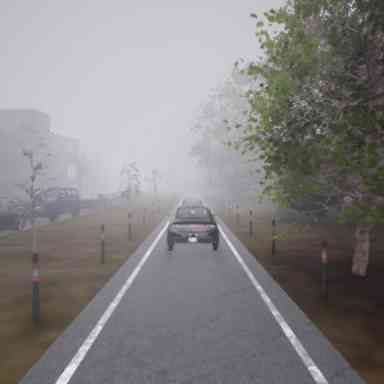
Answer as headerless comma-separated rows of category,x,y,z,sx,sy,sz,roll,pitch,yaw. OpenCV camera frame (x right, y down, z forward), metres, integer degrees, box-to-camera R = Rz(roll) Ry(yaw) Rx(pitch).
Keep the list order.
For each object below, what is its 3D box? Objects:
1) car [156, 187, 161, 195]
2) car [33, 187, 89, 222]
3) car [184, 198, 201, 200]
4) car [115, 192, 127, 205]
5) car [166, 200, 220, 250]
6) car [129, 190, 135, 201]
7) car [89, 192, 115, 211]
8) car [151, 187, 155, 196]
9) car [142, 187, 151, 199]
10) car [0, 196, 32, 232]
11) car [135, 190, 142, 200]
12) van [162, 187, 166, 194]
car,-9.036,-0.152,73.554,2.435,2.045,5.566,0,1,1
car,-8.980,0.722,21.444,2.435,2.045,5.566,0,1,2
car,0.046,1.193,27.710,1.895,1.301,4.718,0,1,1
car,-8.995,0.761,35.942,2.231,1.521,4.892,0,2,2
car,0.049,1.311,13.307,2.128,1.511,4.902,0,1,0
car,-9.001,0.661,41.497,2.097,1.535,5.008,0,1,2
car,-8.989,0.840,30.401,2.097,1.535,5.008,0,1,2
car,-9.026,0.239,63.675,2.097,1.535,5.008,0,1,2
car,-9.020,0.349,58.128,2.097,1.535,5.008,0,1,2
car,-8.969,0.979,13.794,2.185,1.767,4.553,0,0,2
car,-9.016,0.530,47.877,1.946,1.575,5.366,0,1,2
van,-9.060,-0.435,91.268,1.878,1.987,4.442,0,1,2
